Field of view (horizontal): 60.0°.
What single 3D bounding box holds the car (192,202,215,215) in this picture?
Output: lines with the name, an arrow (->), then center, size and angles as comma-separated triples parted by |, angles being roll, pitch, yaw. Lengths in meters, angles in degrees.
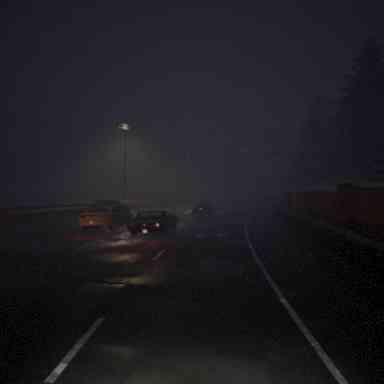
car -> 1.316, 1.744, 36.912 | 1.994, 1.385, 4.181 | 0, 0, 12

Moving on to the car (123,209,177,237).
car -> -2.062, 1.683, 18.810 | 1.895, 1.301, 4.718 | 0, 0, 7

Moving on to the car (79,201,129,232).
car -> -5.272, 1.559, 20.999 | 1.882, 1.535, 5.008 | 0, 0, 8
